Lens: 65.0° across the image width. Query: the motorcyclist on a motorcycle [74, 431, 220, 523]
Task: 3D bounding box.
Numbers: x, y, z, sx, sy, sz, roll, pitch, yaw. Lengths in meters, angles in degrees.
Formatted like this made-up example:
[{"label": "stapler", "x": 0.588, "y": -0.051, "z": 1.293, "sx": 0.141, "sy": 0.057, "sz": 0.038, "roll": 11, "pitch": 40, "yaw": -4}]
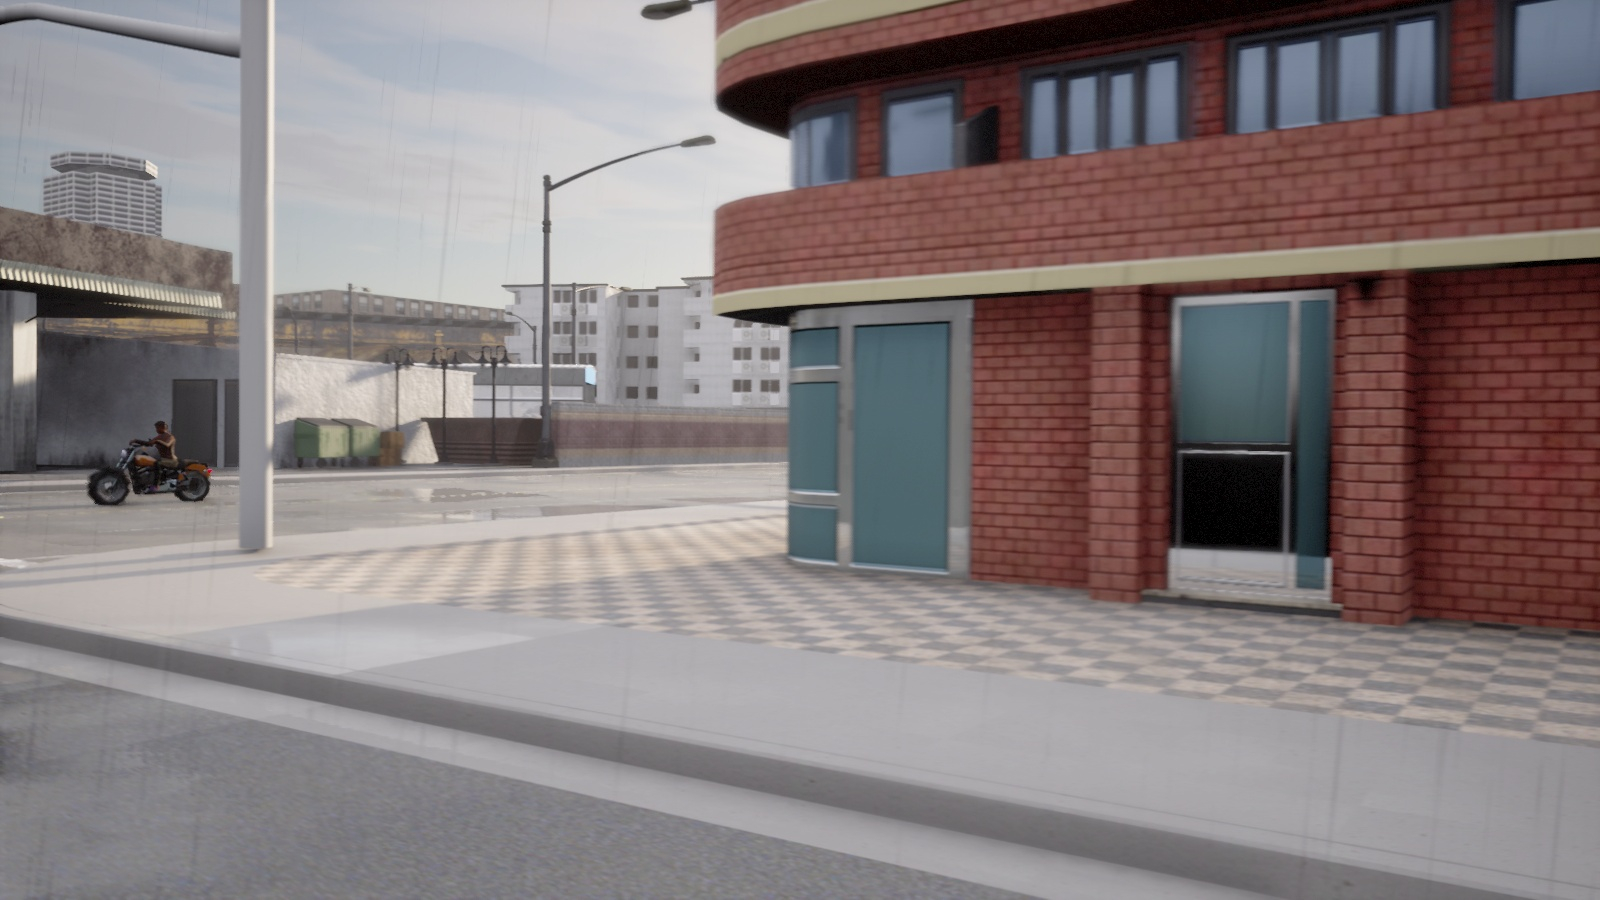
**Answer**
[{"label": "motorcyclist on a motorcycle", "x": -12.361, "y": 0.468, "z": 23.861, "sx": 0.766, "sy": 1.649, "sz": 2.350, "roll": 0, "pitch": 1, "yaw": 33}]
